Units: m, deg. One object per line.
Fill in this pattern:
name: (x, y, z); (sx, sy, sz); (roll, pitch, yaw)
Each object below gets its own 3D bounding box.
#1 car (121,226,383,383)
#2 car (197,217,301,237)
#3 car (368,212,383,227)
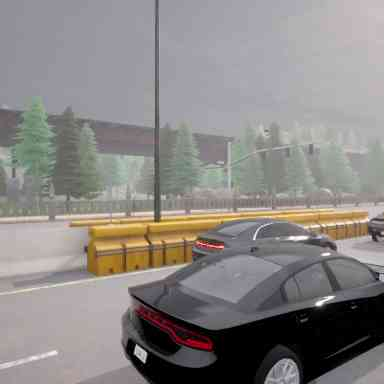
car: (1.494, 1.478, 4.812); (5.008, 1.535, 1.882); (0, 0, -36)
car: (2.263, 1.505, 9.663); (4.892, 1.490, 1.837); (0, 0, -35)
car: (9.931, 1.491, 15.135); (4.902, 1.511, 2.128); (0, 0, -36)
